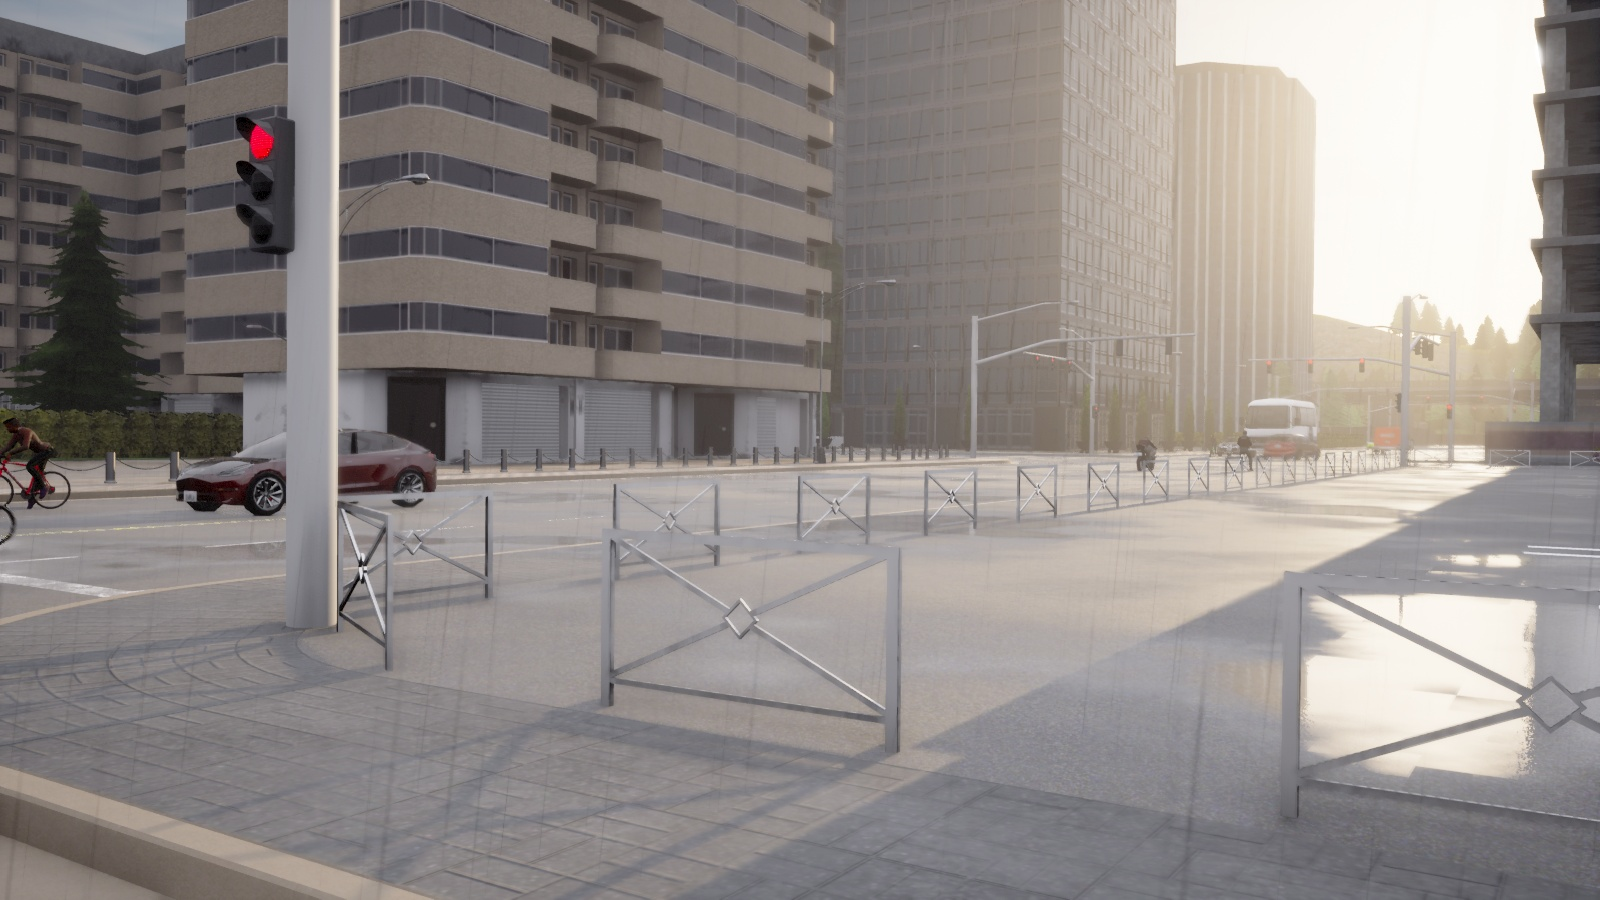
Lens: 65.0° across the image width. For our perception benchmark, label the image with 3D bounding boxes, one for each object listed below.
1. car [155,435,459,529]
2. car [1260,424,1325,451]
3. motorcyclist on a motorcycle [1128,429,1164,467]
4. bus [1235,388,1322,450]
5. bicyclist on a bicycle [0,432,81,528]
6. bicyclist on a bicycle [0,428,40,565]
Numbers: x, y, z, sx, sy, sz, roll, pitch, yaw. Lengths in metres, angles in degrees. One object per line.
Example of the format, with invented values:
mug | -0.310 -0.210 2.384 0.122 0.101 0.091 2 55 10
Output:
car | -8.837 0.498 22.939 2.163 1.488 4.792 0 1 33
car | 31.230 -0.804 79.590 2.242 1.667 4.611 0 1 44
motorcyclist on a motorcycle | 14.697 -0.095 53.328 0.866 1.530 2.191 0 1 33
bus | 35.062 -2.215 91.767 3.944 4.253 10.273 0 1 33
bicyclist on a bicycle | -13.599 0.507 21.982 0.582 1.620 1.656 0 1 33
bicyclist on a bicycle | -9.990 0.556 14.803 0.866 1.612 1.509 -1 1 35
